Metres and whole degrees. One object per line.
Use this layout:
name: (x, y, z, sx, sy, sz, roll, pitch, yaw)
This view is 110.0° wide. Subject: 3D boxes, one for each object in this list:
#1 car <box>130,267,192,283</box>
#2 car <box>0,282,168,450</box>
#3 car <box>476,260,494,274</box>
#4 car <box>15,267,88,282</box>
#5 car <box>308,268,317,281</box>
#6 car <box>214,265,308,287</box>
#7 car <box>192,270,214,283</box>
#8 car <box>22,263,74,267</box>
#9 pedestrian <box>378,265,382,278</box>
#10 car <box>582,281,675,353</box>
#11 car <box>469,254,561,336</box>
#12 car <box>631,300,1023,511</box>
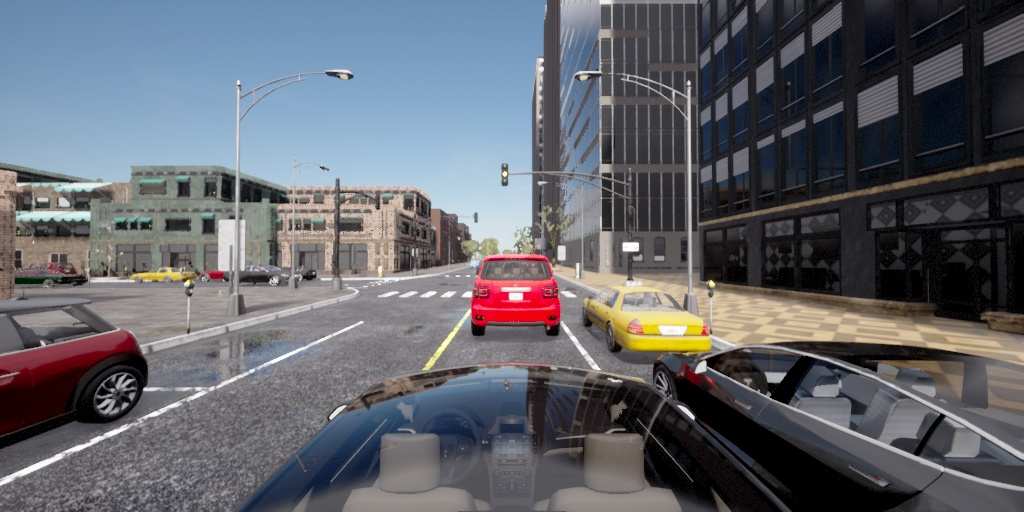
car: (-30.738, 1.622, 31.607, 4.829, 1.417, 1.751, 0, 0, 1)
car: (-5.692, 1.190, 2.853, 1.967, 1.591, 4.097, 0, 0, 0)
car: (-3.176, 1.262, 43.560, 1.837, 1.490, 4.892, 0, 0, 0)
car: (-33.765, 1.637, 25.858, 4.718, 1.301, 1.895, -1, -1, 1)
car: (-19.473, 1.557, 31.486, 4.313, 1.339, 1.948, 0, 0, 1)
car: (-17.885, 1.377, 25.703, 4.902, 1.511, 2.128, -1, -1, 2)
car: (-25.020, 1.483, 31.546, 4.097, 1.591, 1.967, 0, 0, 1)
car: (-41.664, 1.517, 31.724, 5.009, 1.841, 2.192, 0, 0, 1)
pedestrian: (-12.611, 1.393, 34.366, 0.375, 1.300, 0.375, 0, 0, 1)
car: (2.814, 1.276, 8.629, 1.751, 1.417, 4.829, 0, 0, 0)
car: (0.082, 0.973, 10.504, 2.150, 2.045, 5.566, 0, 0, 0)
car: (2.656, 1.316, 2.816, 1.948, 1.339, 4.313, 0, 0, 0)
